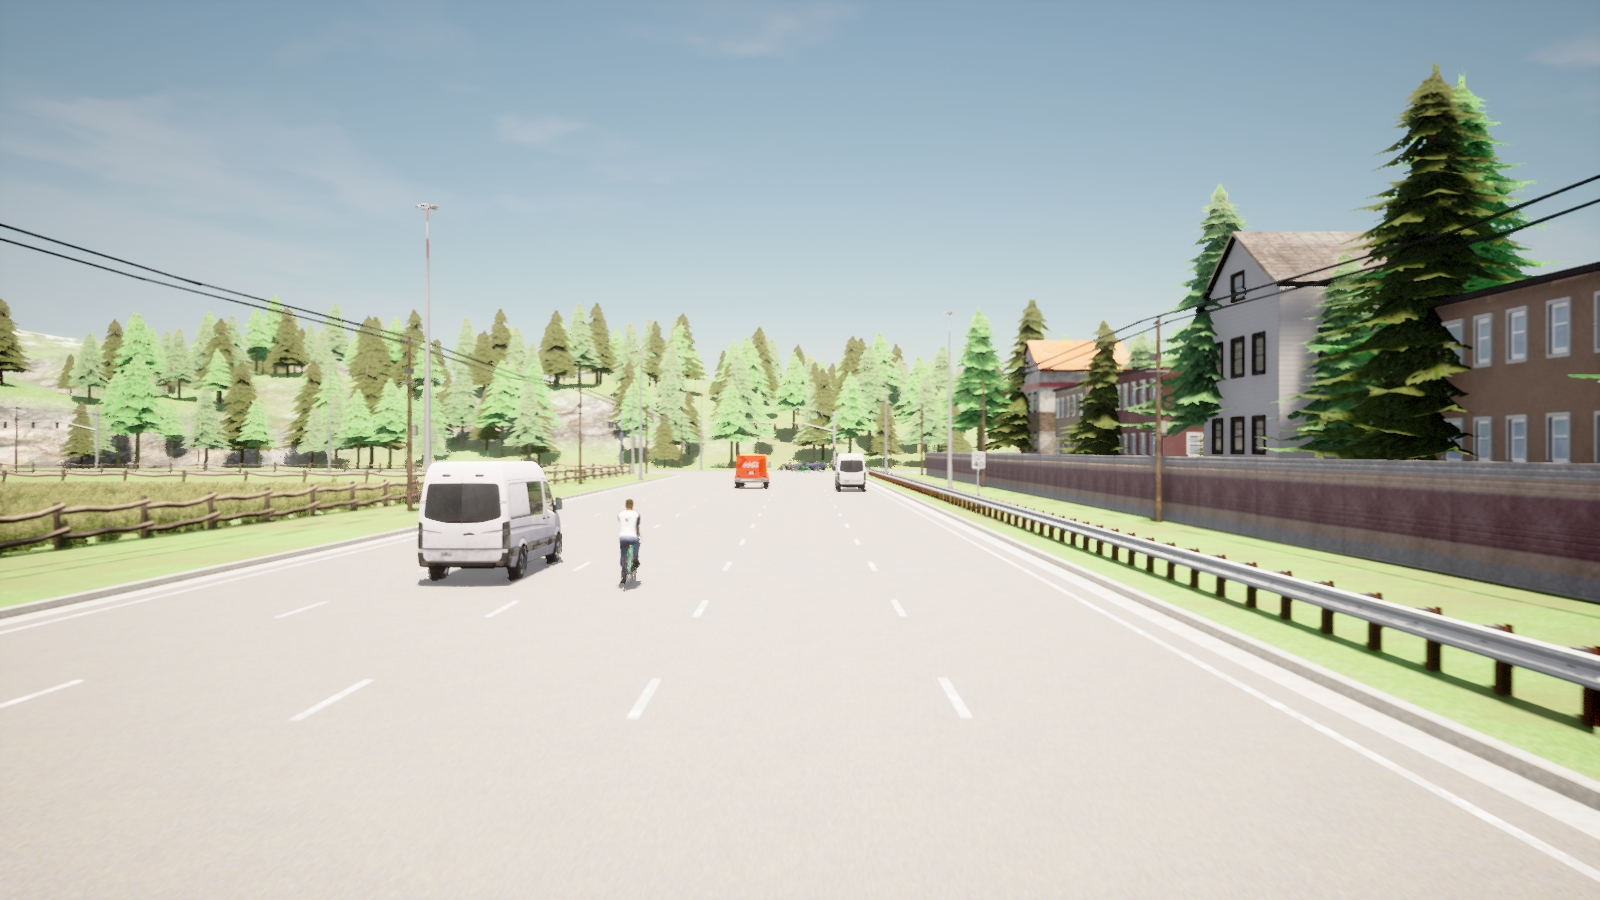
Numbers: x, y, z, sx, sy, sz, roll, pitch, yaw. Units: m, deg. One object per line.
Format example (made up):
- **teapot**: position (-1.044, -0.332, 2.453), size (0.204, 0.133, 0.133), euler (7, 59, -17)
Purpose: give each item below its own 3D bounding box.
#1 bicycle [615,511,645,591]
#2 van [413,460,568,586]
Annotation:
- **bicycle**: position (-3.502, 2.056, 23.580), size (0.373, 1.496, 1.643), euler (0, 0, 0)
- **van**: position (-6.999, 1.534, 26.556), size (1.988, 2.561, 5.915), euler (0, 0, 0)
